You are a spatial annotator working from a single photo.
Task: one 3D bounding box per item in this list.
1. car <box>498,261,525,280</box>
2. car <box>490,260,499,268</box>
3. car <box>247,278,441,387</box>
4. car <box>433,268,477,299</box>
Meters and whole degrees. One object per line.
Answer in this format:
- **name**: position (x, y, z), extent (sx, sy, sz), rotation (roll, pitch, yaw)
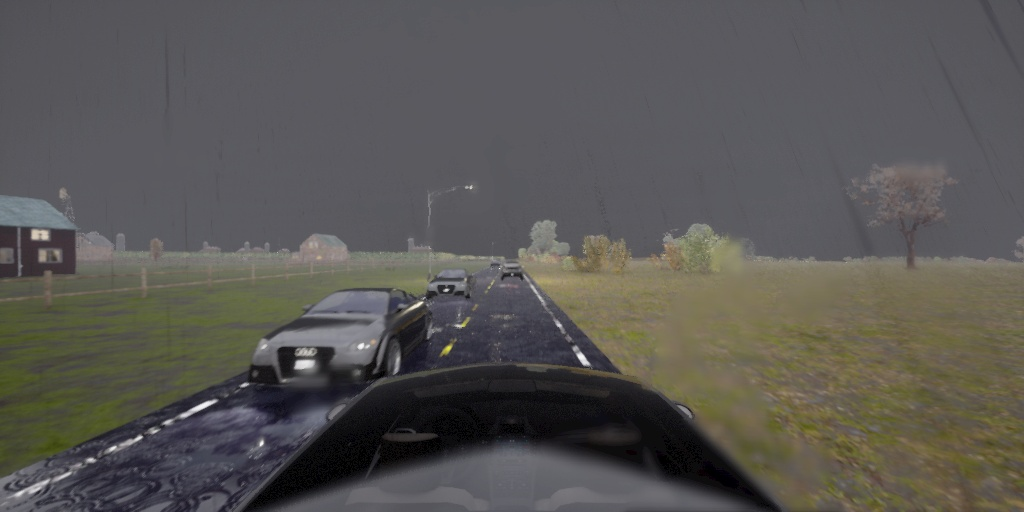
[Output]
- **car**: position (0.012, 1.241, 30.652), extent (1.837, 1.490, 4.892), rotation (0, 0, 0)
- **car**: position (-2.964, 1.419, 64.503), extent (1.895, 1.301, 4.718), rotation (0, 0, 0)
- **car**: position (-2.858, 1.318, 6.947), extent (1.994, 1.385, 4.181), rotation (0, 0, 0)
- **car**: position (-2.876, 1.312, 17.782), extent (1.994, 1.385, 4.181), rotation (0, 0, 1)
